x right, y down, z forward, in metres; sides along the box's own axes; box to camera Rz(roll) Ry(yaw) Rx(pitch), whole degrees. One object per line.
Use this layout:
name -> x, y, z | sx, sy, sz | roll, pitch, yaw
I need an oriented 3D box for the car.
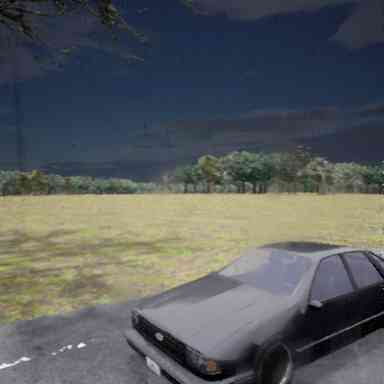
car -> 1.726, 1.544, 5.258 | 5.357, 1.411, 2.033 | 0, 0, -36
